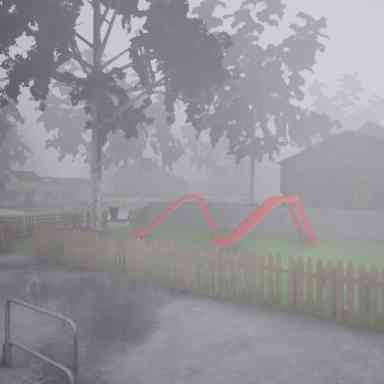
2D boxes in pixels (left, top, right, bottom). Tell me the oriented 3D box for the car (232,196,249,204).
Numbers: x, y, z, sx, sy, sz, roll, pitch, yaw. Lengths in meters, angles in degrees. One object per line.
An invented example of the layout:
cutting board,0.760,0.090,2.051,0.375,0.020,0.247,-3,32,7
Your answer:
car,8.308,1.383,54.940,2.128,1.511,4.902,0,0,35

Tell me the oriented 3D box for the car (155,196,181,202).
car,-2.779,1.225,39.534,2.097,1.767,4.553,0,0,35
